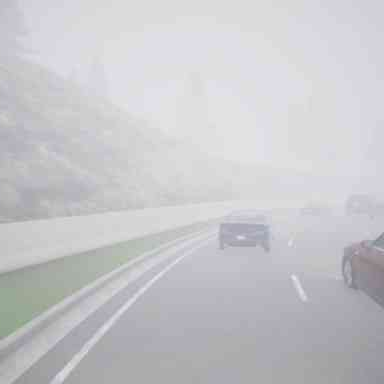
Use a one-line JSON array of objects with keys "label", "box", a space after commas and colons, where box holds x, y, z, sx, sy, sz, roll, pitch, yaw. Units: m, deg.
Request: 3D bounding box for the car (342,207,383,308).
[{"label": "car", "box": [4.419, 1.354, 6.114, 2.097, 1.767, 4.553, 0, 0, 8]}]

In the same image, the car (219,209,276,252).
[{"label": "car", "box": [2.433, 1.438, 13.989, 1.882, 1.535, 5.008, 0, 0, 17]}]

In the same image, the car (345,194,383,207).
[{"label": "car", "box": [15.127, 1.198, 29.019, 2.150, 2.045, 5.566, 0, 0, 41]}]

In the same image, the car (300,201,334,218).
[{"label": "car", "box": [11.389, 1.514, 30.227, 1.994, 1.385, 4.181, 0, 0, 39]}]
